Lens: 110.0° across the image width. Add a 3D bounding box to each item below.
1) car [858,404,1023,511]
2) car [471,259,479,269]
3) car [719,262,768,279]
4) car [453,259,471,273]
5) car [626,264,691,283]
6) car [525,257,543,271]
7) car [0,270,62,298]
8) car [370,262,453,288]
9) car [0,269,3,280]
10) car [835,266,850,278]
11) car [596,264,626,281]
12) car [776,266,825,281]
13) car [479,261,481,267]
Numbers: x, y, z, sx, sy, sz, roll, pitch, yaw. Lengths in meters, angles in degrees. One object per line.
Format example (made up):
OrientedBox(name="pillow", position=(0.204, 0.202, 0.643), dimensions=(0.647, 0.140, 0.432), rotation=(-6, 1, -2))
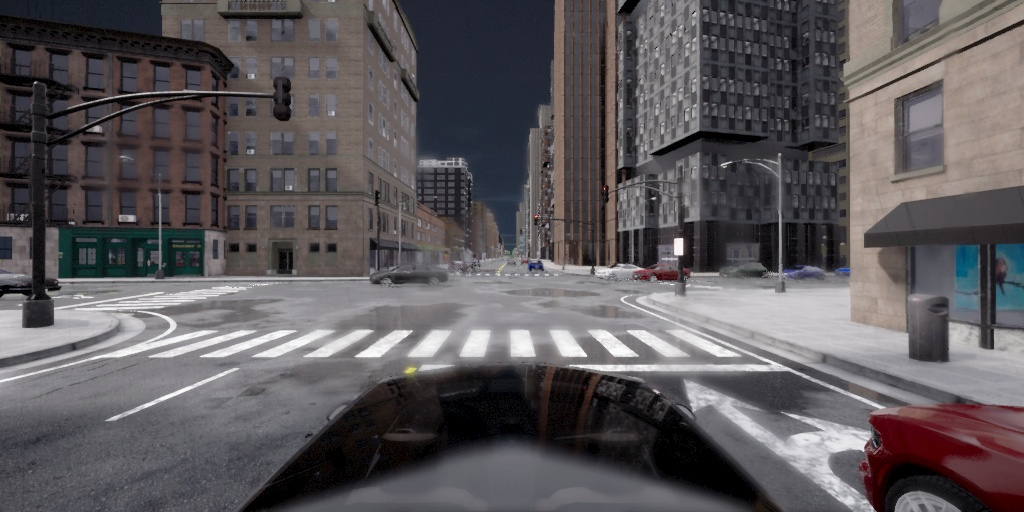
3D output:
OrientedBox(name="car", position=(3.353, 1.228, 0.399), dimensions=(1.882, 1.535, 5.008), rotation=(0, 0, 0))
OrientedBox(name="car", position=(-6.683, 1.251, 54.663), dimensions=(2.128, 1.511, 4.902), rotation=(0, 0, 0))
OrientedBox(name="car", position=(23.654, 1.438, 36.697), dimensions=(4.553, 1.767, 2.097), rotation=(1, 0, -15))
OrientedBox(name="car", position=(-6.672, 1.283, 44.703), dimensions=(1.812, 1.442, 4.674), rotation=(0, 0, 0))
OrientedBox(name="car", position=(12.420, 1.404, 29.837), dimensions=(5.008, 1.535, 1.882), rotation=(1, -1, -18))
OrientedBox(name="car", position=(3.246, 1.236, 49.531), dimensions=(1.882, 1.535, 5.008), rotation=(0, 0, 0))
OrientedBox(name="car", position=(-22.317, 1.032, 14.441), dimensions=(5.357, 1.411, 2.033), rotation=(1, 0, -16))
OrientedBox(name="car", position=(-6.588, 1.245, 23.194), dimensions=(4.892, 1.490, 1.837), rotation=(0, -1, -19))
OrientedBox(name="car", position=(-21.029, 1.021, 11.451), dimensions=(5.357, 1.411, 2.033), rotation=(1, 0, -13))
OrientedBox(name="car", position=(39.259, 1.746, 40.598), dimensions=(5.008, 1.535, 1.882), rotation=(1, 0, -12))
OrientedBox(name="car", position=(9.856, 1.449, 32.403), dimensions=(4.674, 1.442, 1.812), rotation=(1, -1, -19))
OrientedBox(name="car", position=(27.740, 1.634, 34.441), dimensions=(4.674, 1.442, 1.812), rotation=(1, 0, -15))
OrientedBox(name="car", position=(-6.673, 1.324, 64.625), dimensions=(1.994, 1.385, 4.181), rotation=(0, 0, 0))
